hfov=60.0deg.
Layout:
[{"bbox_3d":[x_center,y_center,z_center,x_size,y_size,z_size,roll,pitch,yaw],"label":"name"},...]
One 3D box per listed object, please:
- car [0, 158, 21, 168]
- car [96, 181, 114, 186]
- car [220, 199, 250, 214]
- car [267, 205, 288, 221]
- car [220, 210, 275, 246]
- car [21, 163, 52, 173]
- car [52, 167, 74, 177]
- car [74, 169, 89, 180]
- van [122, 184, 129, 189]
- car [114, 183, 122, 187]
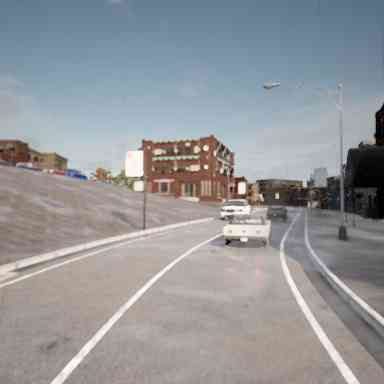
[{"bbox_3d":[-20.542,-2.873,34.520,2.002,1.452,4.674,0,-3,12],"label":"car"},{"bbox_3d":[-16.759,-1.360,61.918,2.002,1.452,4.674,0,-4,5],"label":"car"},{"bbox_3d":[4.307,1.731,32.452,2.150,2.045,5.566,-1,-2,19],"label":"car"},{"bbox_3d":[8.634,2.039,33.673,2.128,1.511,4.902,-1,-2,19],"label":"car"},{"bbox_3d":[2.811,1.741,16.124,1.895,1.301,4.718,0,-1,16],"label":"car"},{"bbox_3d":[-19.572,-2.657,39.849,2.231,1.521,4.892,0,-3,10],"label":"car"},{"bbox_3d":[-18.687,-2.499,45.415,2.185,1.767,4.553,0,-3,9],"label":"car"},{"bbox_3d":[-17.908,-2.319,50.969,2.435,2.045,5.566,0,-3,8],"label":"car"},{"bbox_3d":[-15.991,-0.858,73.097,1.878,1.987,4.442,0,-4,3],"label":"van"},{"bbox_3d":[-16.339,-0.993,67.432,2.002,1.452,4.674,0,-4,4],"label":"car"}]
